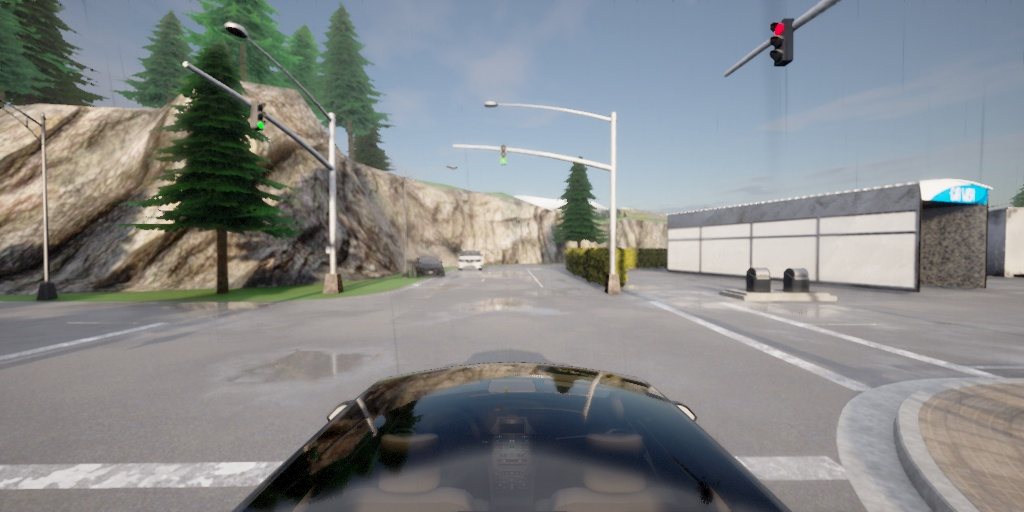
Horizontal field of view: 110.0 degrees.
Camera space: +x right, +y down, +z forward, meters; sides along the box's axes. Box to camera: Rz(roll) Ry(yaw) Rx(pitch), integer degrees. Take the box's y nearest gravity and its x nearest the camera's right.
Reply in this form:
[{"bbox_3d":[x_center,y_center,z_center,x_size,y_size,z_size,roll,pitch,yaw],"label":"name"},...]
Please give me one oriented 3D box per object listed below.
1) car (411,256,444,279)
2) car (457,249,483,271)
[{"bbox_3d":[-6.198,0.762,25.930,1.882,1.535,5.008,-1,1,-20],"label":"car"},{"bbox_3d":[-3.968,0.340,34.347,2.150,2.045,5.566,0,2,-5],"label":"car"}]
